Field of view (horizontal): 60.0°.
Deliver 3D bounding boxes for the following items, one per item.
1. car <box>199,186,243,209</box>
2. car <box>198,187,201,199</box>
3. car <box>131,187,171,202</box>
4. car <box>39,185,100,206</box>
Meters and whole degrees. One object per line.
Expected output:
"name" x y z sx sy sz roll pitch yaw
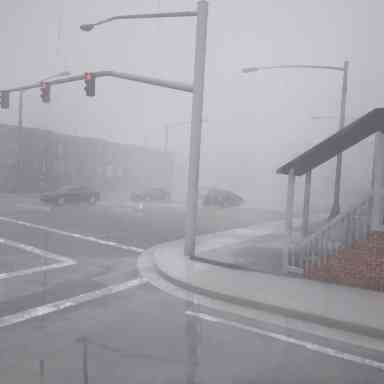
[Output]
"car" 3.095 0.560 31.737 2.097 1.767 4.553 5 3 36
"car" 1.720 0.077 42.094 2.097 1.767 4.553 5 3 36
"car" -4.112 0.227 34.025 1.837 1.490 4.892 5 3 36
"car" -9.579 0.224 26.419 1.837 1.490 4.892 5 3 35
